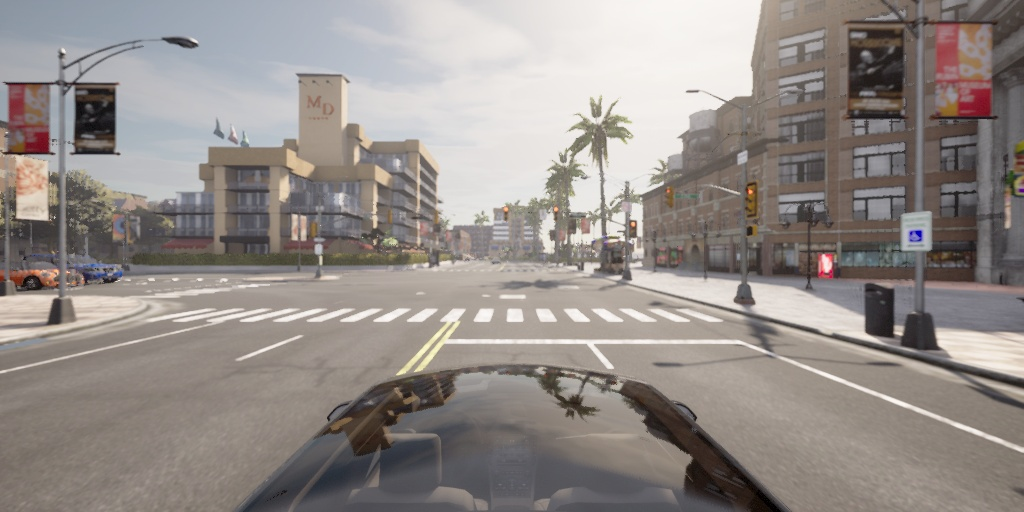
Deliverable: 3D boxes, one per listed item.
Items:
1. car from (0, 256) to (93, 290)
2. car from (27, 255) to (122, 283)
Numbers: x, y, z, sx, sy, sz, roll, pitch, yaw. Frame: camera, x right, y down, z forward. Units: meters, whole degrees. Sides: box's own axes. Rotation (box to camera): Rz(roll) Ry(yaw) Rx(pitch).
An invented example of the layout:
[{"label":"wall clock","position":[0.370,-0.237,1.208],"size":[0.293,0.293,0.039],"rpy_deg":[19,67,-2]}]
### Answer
[{"label":"car","position":[-28.515,1.068,21.262],"size":[4.553,1.767,2.097],"rpy_deg":[0,0,0]},{"label":"car","position":[-30.513,0.932,24.752],"size":[5.566,2.045,2.150],"rpy_deg":[0,0,0]}]
